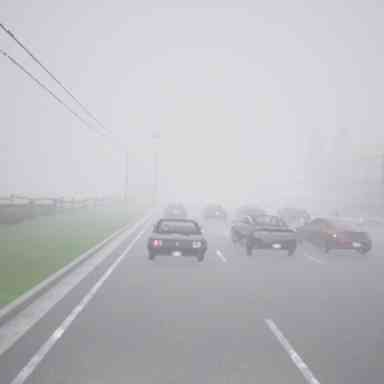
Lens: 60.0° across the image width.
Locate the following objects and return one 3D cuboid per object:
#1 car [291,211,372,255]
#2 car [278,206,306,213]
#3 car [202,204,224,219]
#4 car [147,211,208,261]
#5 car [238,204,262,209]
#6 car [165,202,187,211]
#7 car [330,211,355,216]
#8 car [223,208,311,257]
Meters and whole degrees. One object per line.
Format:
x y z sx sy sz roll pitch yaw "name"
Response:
6.300 1.882 15.246 1.812 1.442 4.674 3 0 -3 "car"
9.033 2.054 30.126 1.837 1.490 4.892 3 0 -3 "car"
2.018 1.796 30.316 1.994 1.385 4.181 3 0 -3 "car"
-0.566 1.633 12.533 1.895 1.301 4.718 3 0 -3 "car"
5.467 1.871 31.415 1.882 1.535 5.008 3 0 -3 "car"
-1.474 1.637 30.134 1.994 1.385 4.181 3 0 -3 "car"
12.607 2.305 28.626 1.895 1.301 4.718 3 0 -3 "car"
2.860 1.686 14.082 2.128 1.511 4.902 3 0 -3 "car"
